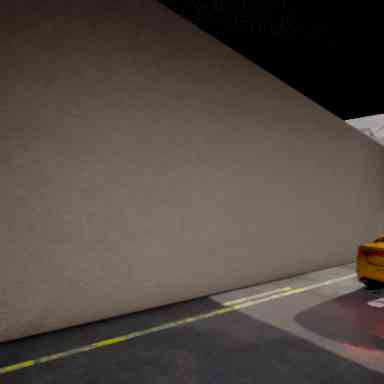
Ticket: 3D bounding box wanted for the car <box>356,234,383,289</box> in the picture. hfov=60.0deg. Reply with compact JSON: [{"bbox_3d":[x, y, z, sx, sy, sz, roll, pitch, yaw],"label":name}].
[{"bbox_3d":[5.969,1.504,8.039,5.008,1.535,1.882,1,0,-35],"label":"car"}]
